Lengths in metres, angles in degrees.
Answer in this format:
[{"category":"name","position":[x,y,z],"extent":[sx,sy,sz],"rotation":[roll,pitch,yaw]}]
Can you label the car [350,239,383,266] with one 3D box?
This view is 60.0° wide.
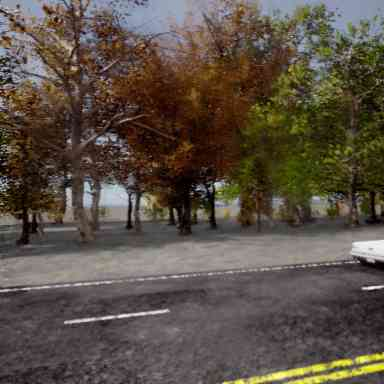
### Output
[{"category":"car","position":[7.993,1.951,11.655],"extent":[4.718,1.301,1.895],"rotation":[0,-2,-18]}]
